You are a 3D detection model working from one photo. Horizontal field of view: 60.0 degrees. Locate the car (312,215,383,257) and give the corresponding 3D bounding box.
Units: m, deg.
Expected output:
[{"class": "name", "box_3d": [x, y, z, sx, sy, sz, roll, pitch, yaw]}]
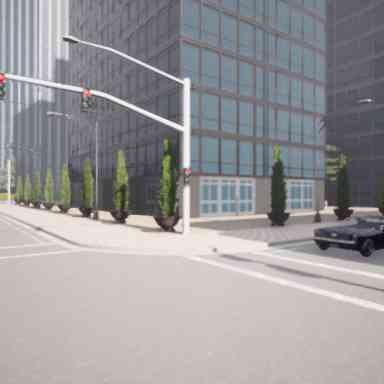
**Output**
[{"class": "car", "box_3d": [6.890, 1.620, 13.195, 4.718, 1.301, 1.895, 0, 0, -35]}]
